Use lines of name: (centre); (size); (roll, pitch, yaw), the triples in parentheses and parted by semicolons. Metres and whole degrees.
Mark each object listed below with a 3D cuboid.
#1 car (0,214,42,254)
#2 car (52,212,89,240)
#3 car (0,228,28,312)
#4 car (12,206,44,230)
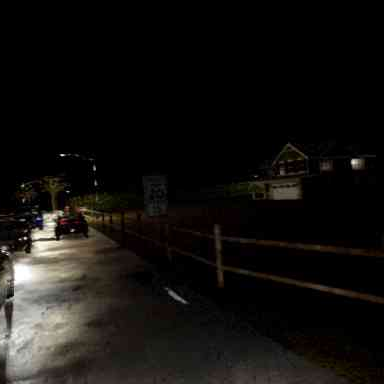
car: (-8.591, 2.094, 15.839); (2.128, 1.511, 4.902); (-4, 0, -23)
car: (-7.733, 2.051, 21.114); (2.128, 1.511, 4.902); (-4, 0, -23)
car: (-4.662, 1.814, 6.407); (2.128, 1.511, 4.902); (-4, 0, -22)
car: (-14.015, 2.251, 28.703); (2.150, 2.045, 5.566); (-4, 0, -23)
